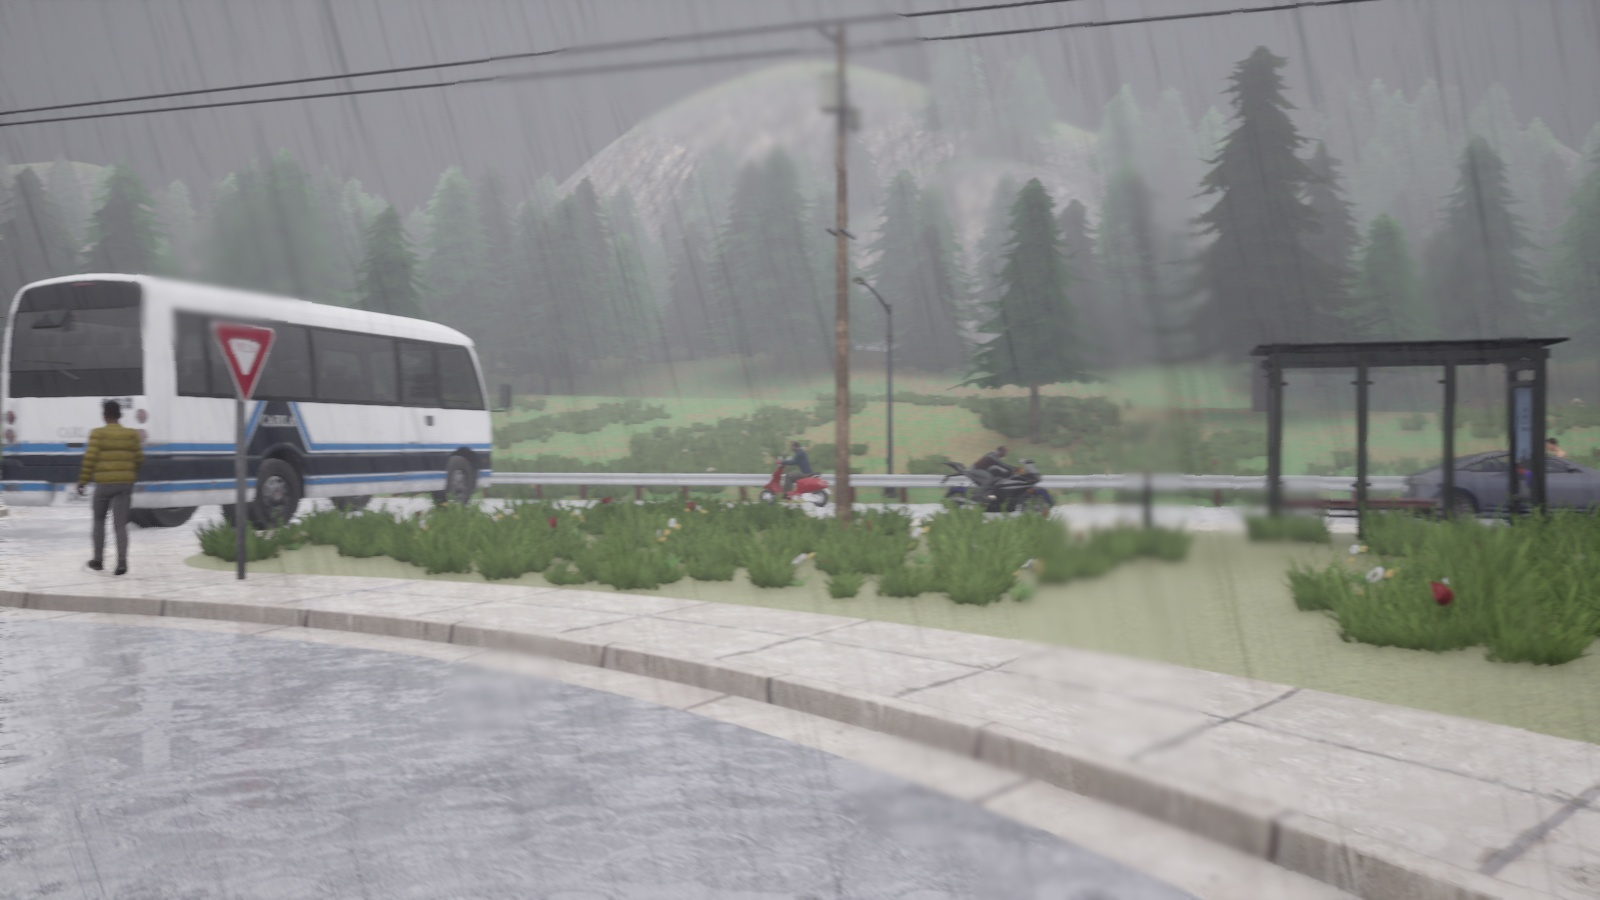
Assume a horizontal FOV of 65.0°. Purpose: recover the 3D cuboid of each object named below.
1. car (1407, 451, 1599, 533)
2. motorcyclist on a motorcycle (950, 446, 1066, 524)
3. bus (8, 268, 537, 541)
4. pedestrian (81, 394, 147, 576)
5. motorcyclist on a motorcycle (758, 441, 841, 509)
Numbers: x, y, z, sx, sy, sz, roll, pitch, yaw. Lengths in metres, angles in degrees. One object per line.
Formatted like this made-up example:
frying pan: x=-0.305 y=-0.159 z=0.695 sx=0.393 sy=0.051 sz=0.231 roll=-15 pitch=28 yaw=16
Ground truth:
car: x=13.291 y=0.715 z=22.384 sx=4.181 sy=1.385 sz=1.994 roll=0 pitch=0 yaw=17
motorcyclist on a motorcycle: x=4.161 y=0.677 z=25.131 sx=2.191 sy=1.530 sz=0.866 roll=0 pitch=0 yaw=17
bus: x=-9.611 y=-0.729 z=25.030 sx=3.944 sy=4.253 sz=10.273 roll=0 pitch=0 yaw=18
pedestrian: x=-7.167 y=0.350 z=13.118 sx=0.431 sy=1.840 sz=0.709 roll=0 pitch=0 yaw=-44
motorcyclist on a motorcycle: x=-0.003 y=0.577 z=30.038 sx=1.817 sy=1.590 sz=0.866 roll=0 pitch=0 yaw=17
